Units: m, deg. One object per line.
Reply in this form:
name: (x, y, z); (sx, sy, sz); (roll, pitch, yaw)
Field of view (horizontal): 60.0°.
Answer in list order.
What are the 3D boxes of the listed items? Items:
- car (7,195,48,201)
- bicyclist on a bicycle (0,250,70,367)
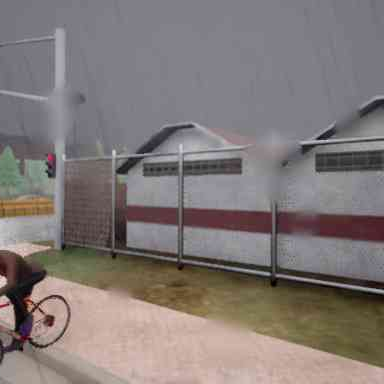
car: (-20.278, 1.176, 40.888); (1.882, 1.535, 5.008); (1, 0, 34)
bicyclist on a bicycle: (-2.176, 1.336, 3.966); (0.582, 1.620, 1.656); (1, 10, 30)
